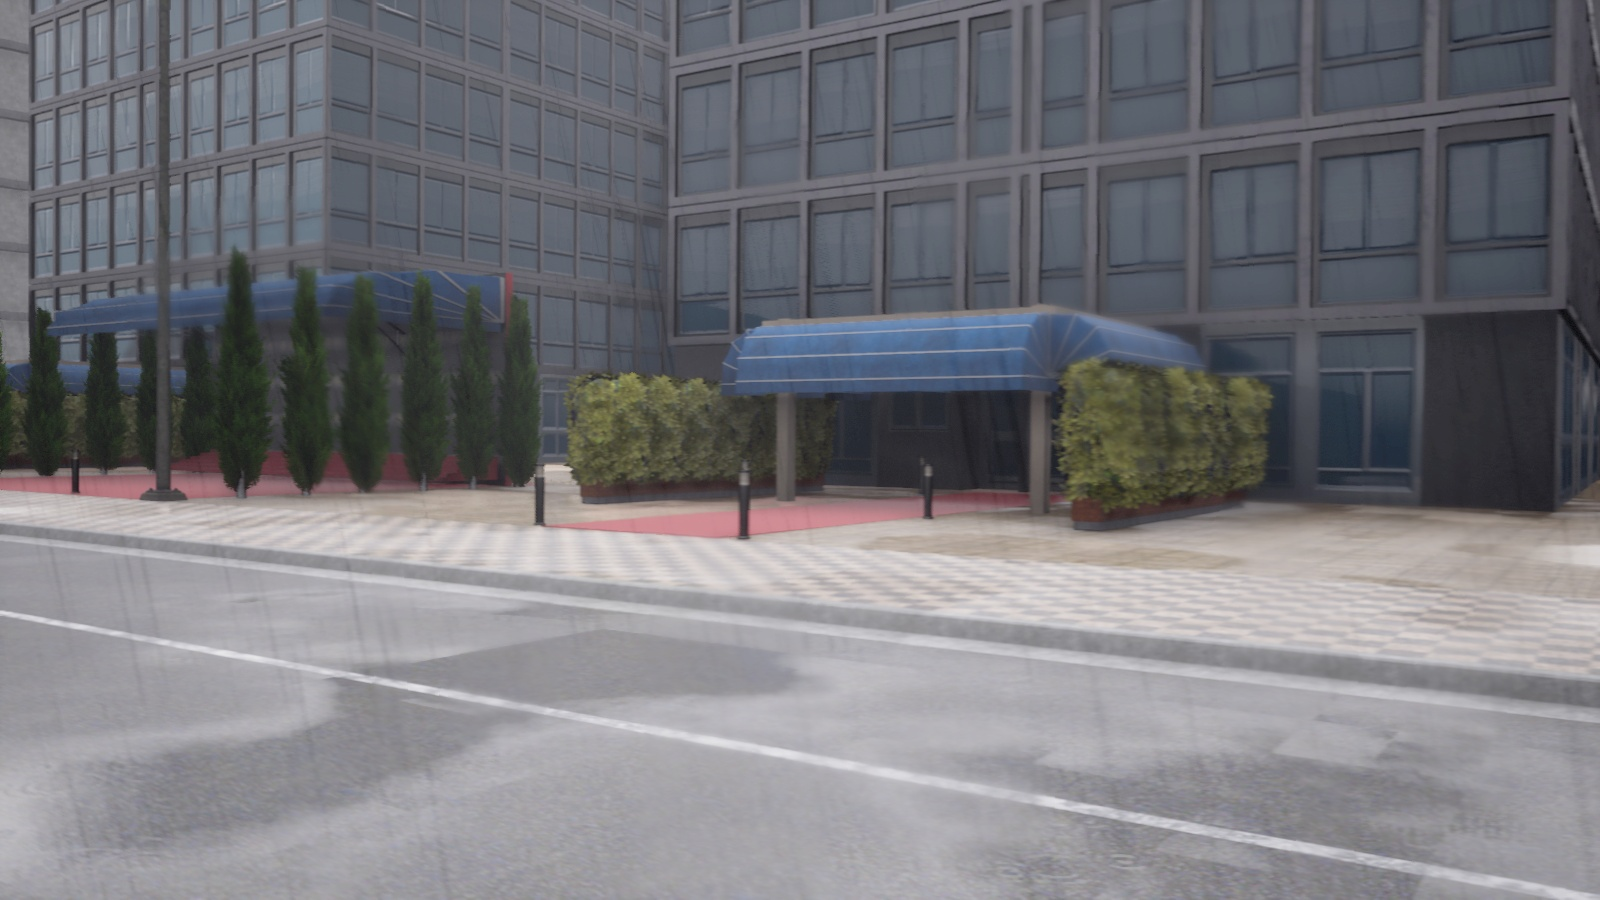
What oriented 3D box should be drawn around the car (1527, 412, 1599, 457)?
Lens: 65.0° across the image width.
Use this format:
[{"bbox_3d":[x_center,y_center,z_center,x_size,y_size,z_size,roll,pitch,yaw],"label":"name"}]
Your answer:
[{"bbox_3d":[37.187,-0.740,58.485,5.566,2.045,2.150,0,1,35],"label":"car"}]
